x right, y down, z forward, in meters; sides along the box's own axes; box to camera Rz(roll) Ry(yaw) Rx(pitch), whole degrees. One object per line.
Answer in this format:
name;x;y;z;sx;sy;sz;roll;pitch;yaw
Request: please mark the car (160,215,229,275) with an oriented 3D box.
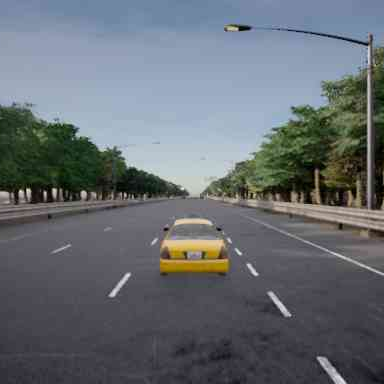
car;0.021;1.476;10.426;1.801;1.575;5.366;0;0;-1
